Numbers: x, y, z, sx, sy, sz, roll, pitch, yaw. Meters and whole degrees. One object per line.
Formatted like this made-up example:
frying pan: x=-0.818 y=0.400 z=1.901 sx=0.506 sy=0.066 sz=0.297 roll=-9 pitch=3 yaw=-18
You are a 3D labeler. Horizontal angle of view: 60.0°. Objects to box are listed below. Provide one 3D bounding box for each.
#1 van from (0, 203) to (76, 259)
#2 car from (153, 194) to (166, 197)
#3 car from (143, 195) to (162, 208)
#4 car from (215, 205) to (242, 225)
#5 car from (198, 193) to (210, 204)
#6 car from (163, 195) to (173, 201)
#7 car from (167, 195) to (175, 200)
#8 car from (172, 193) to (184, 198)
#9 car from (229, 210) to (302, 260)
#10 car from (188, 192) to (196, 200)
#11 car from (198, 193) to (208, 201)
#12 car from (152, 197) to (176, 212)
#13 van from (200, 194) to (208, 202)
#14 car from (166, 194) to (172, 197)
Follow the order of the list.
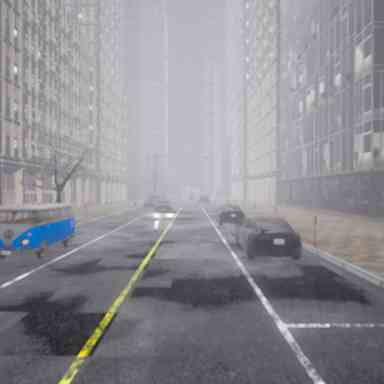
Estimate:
van: x=-5.701 y=1.340 z=12.295 sx=1.690 sy=1.788 sz=3.998 roll=0 pitch=0 yaw=0
car: x=-5.720 y=1.286 z=52.183 sx=2.192 sy=1.841 sz=5.009 roll=0 pitch=0 yaw=0
car: x=-5.716 y=1.523 z=46.484 sx=1.887 sy=1.381 sz=4.507 roll=0 pitch=0 yaw=0
car: x=2.675 y=1.561 z=23.691 sx=1.947 sy=1.339 sz=4.313 roll=0 pitch=0 yaw=0
car: x=2.356 y=1.311 z=63.782 sx=2.097 sy=1.767 sz=4.553 roll=0 pitch=0 yaw=0
car: x=-5.732 y=1.476 z=80.675 sx=2.008 sy=1.369 sz=4.403 roll=0 pitch=0 yaw=0
car: x=-5.738 y=1.426 z=91.901 sx=1.752 sy=1.417 sz=4.829 roll=0 pitch=0 yaw=0
car: x=-3.039 y=0.899 z=79.045 sx=2.097 sy=1.767 sz=4.553 roll=0 pitch=0 yaw=0
car: x=2.681 y=1.565 z=12.295 sx=1.947 sy=1.339 sz=4.313 roll=0 pitch=0 yaw=0
car: x=-0.040 y=1.318 z=81.838 sx=2.128 sy=1.511 sz=4.902 roll=0 pitch=0 yaw=0
car: x=2.648 y=1.241 z=80.675 sx=2.192 sy=1.841 sz=5.009 roll=0 pitch=0 yaw=0
car: x=-3.114 y=1.587 z=37.975 sx=1.895 sy=1.301 sz=4.718 roll=0 pitch=0 yaw=0
van: x=2.650 y=1.277 z=74.977 sx=1.690 sy=1.788 sz=3.998 roll=0 pitch=0 yaw=0
car: x=-5.727 y=1.386 z=69.278 sx=1.967 sy=1.590 sz=4.097 roll=0 pitch=0 yaw=0
